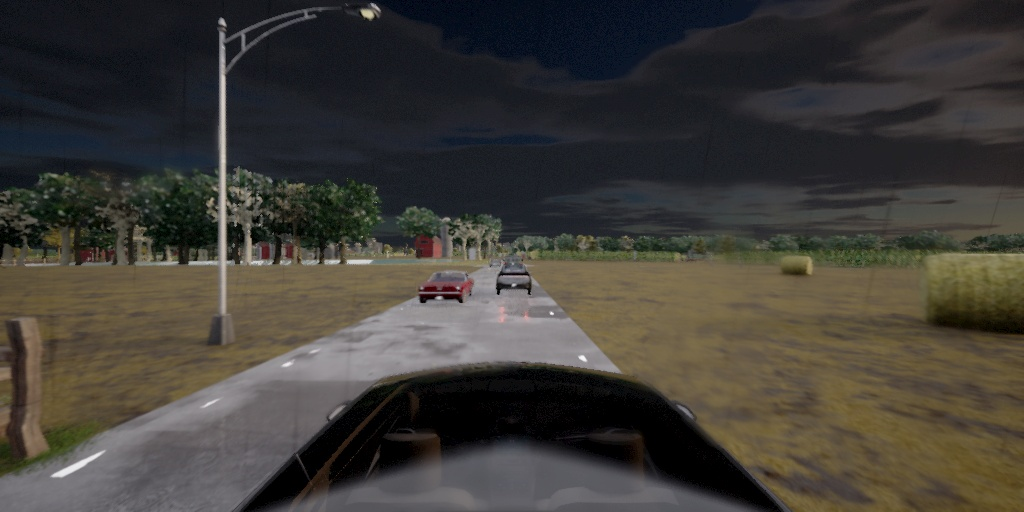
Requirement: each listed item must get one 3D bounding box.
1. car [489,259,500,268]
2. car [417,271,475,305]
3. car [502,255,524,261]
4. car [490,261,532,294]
[{"bbox_3d":[-2.741,1.208,59.182,2.128,1.511,4.902,0,0,0],"label":"car"},{"bbox_3d":[-2.847,1.345,16.295,1.895,1.301,4.718,0,0,0],"label":"car"},{"bbox_3d":[0.107,0.935,40.232,2.150,2.045,5.566,0,0,0],"label":"car"},{"bbox_3d":[0.101,1.232,19.975,2.128,1.511,4.902,0,0,0],"label":"car"}]
